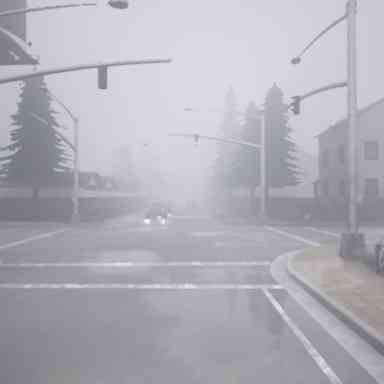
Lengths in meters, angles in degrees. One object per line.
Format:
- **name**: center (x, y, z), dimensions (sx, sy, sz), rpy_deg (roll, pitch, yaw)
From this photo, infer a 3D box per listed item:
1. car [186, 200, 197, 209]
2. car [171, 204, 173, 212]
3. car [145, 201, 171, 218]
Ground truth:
- **car**: center (-0.089, 2.181, 57.385), dimensions (2.128, 1.511, 4.902), rpy_deg (0, -1, 0)
- **car**: center (-3.652, 2.036, 45.316), dimensions (2.128, 1.511, 4.902), rpy_deg (0, -1, 0)
- **car**: center (-3.653, 1.776, 35.187), dimensions (2.097, 1.767, 4.553), rpy_deg (0, -1, 0)
